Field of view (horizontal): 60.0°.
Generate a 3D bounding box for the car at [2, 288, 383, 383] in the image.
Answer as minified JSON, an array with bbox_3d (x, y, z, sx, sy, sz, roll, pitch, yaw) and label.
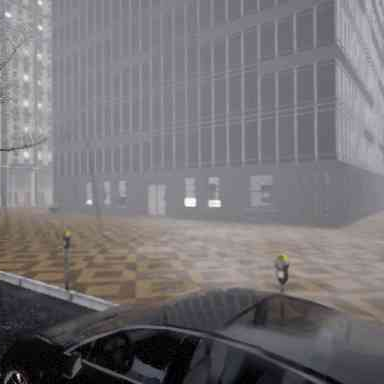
[{"bbox_3d":[0.106,1.568,2.886,4.313,1.339,1.947,0,-1,36],"label":"car"}]
